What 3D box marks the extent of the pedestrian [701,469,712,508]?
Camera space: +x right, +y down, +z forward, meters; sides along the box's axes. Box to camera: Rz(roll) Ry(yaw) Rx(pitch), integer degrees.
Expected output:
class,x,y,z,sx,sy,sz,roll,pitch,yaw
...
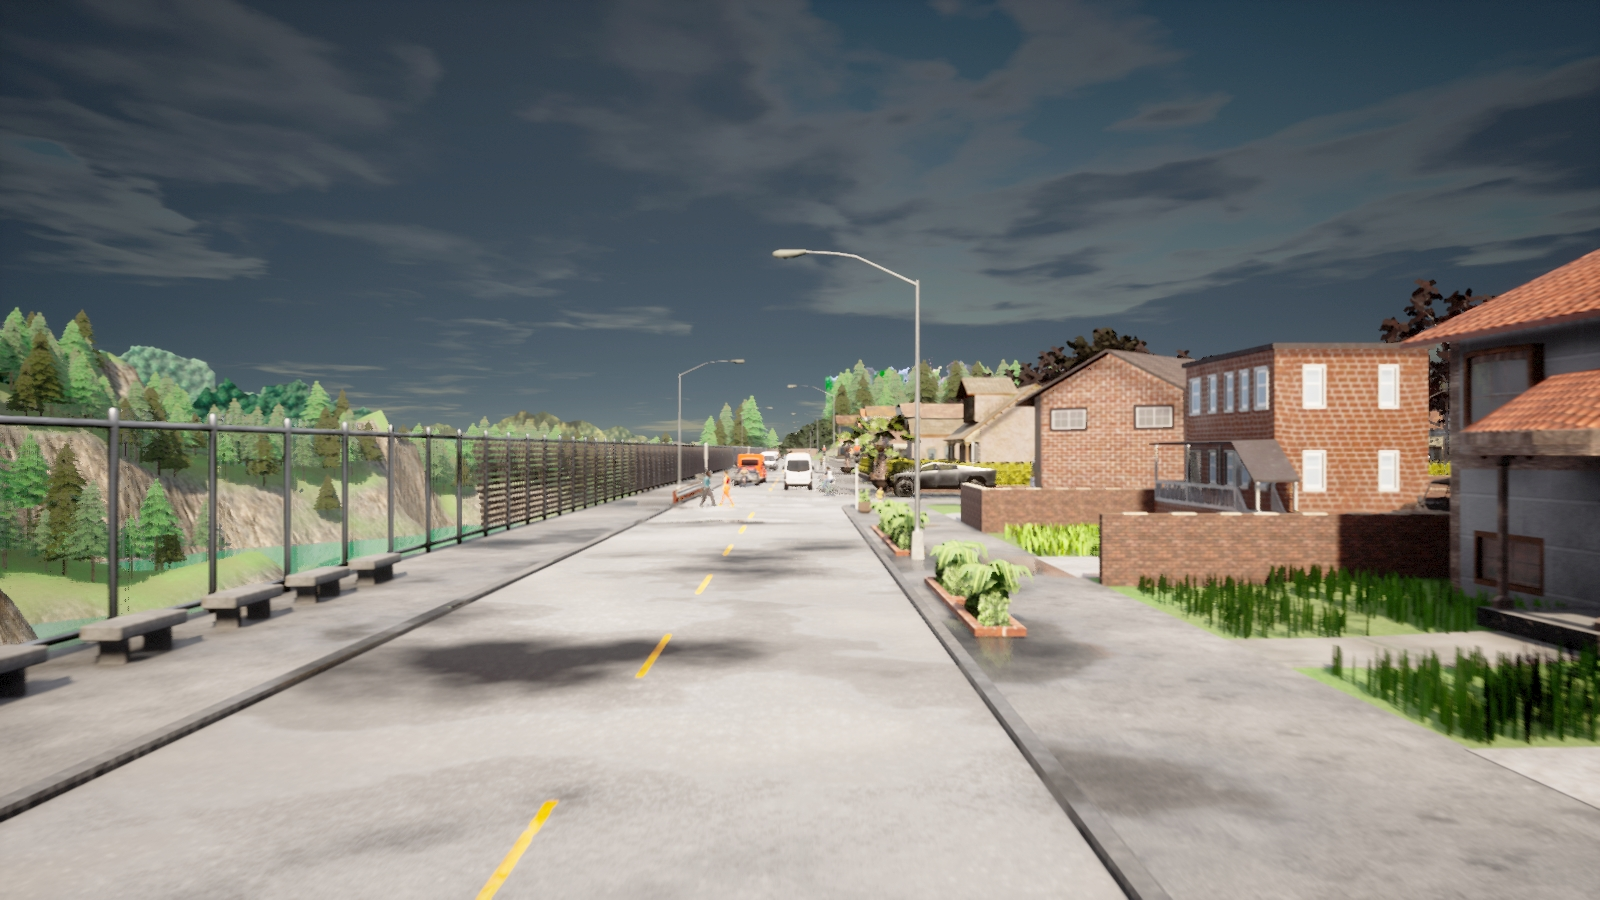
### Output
class,x,y,z,sx,sy,sz,roll,pitch,yaw
pedestrian,-4.495,1.849,55.099,0.375,1.860,0.375,0,0,27

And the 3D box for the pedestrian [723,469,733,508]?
class,x,y,z,sx,sy,sz,roll,pitch,yaw
pedestrian,-3.502,1.849,55.343,0.375,1.860,0.375,0,0,22

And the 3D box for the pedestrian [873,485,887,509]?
class,x,y,z,sx,sy,sz,roll,pitch,yaw
pedestrian,3.641,2.126,51.831,0.500,1.100,0.500,0,0,-15

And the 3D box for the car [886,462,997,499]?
class,x,y,z,sx,sy,sz,roll,pitch,yaw
car,8.236,1.754,67.006,6.274,2.098,2.390,0,0,1
